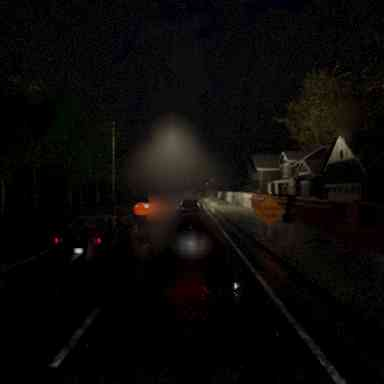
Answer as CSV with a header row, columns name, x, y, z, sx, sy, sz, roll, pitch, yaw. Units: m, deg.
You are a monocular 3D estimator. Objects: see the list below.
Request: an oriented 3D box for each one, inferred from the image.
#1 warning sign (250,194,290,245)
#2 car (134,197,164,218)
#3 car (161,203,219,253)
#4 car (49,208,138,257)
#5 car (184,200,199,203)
name,x,y,z,sx,sy,sz,roll,pitch,yaw
warning sign,3.001,1.028,12.940,1.300,1.860,1.060,0,0,0
car,-3.547,1.161,28.071,2.097,1.767,4.553,0,0,0
car,0.002,1.417,13.159,1.837,1.490,4.892,0,1,0
car,-3.501,1.516,12.527,1.895,1.301,4.718,0,0,0
car,-0.046,1.373,28.294,1.994,1.385,4.181,0,1,0
